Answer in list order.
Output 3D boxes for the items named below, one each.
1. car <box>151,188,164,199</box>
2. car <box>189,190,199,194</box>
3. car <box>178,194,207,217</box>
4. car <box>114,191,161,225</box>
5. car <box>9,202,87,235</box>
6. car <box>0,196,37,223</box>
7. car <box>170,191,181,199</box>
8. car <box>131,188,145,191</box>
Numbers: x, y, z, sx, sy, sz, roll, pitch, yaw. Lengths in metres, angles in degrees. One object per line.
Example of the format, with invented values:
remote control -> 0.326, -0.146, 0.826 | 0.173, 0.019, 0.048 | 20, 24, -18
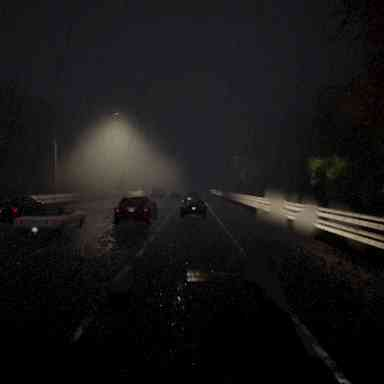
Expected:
car -> -6.632, 0.195, 63.276 | 2.150, 2.045, 5.566 | 0, 1, 0
car -> 0.369, 0.475, 63.411 | 1.837, 1.490, 4.892 | 0, 0, 0
car -> 0.133, 1.133, 26.338 | 1.994, 1.385, 4.181 | 0, 1, 0
car -> -3.383, 1.012, 20.710 | 2.097, 1.767, 4.553 | 0, 1, 0
car -> -6.892, 1.325, 16.798 | 1.895, 1.301, 4.718 | 0, 1, 0
car -> -10.385, 1.022, 20.121 | 2.097, 1.767, 4.553 | 0, 1, 0
car -> -3.131, 0.538, 63.349 | 1.994, 1.385, 4.181 | 0, 1, 0
car -> -10.138, 0.206, 62.638 | 2.150, 2.045, 5.566 | 0, 1, 0
